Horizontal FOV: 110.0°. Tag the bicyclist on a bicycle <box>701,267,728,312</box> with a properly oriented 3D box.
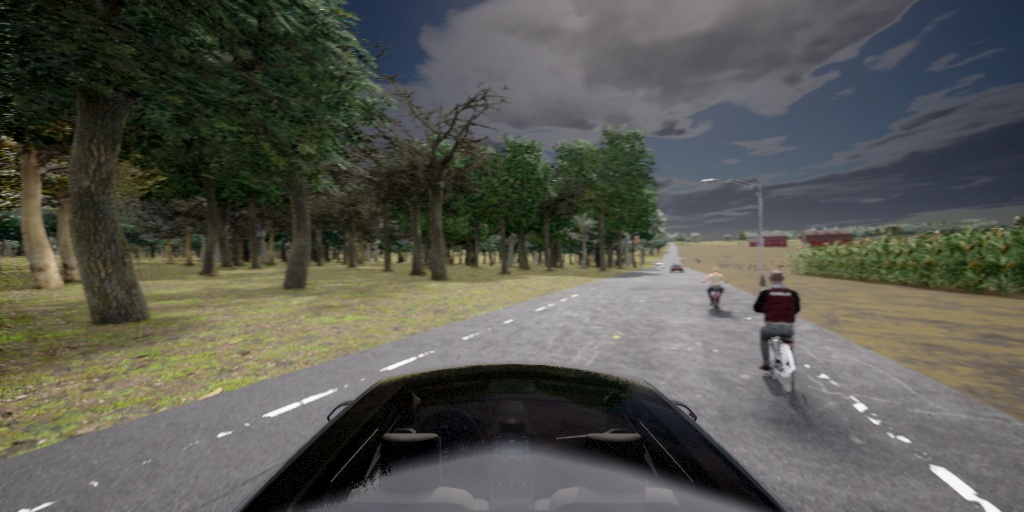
[{"bbox_3d":[7.419,1.187,13.084,0.866,1.612,1.509,-1,-1,24],"label":"bicyclist on a bicycle"}]

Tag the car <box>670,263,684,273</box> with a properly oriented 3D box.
[{"bbox_3d":[24.972,1.847,54.347,1.895,1.301,4.718,-1,-1,24],"label":"car"}]

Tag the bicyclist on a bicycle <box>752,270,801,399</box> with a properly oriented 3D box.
[{"bbox_3d":[4.012,1.094,5.490,0.659,1.776,1.843,-1,0,24],"label":"bicyclist on a bicycle"}]
